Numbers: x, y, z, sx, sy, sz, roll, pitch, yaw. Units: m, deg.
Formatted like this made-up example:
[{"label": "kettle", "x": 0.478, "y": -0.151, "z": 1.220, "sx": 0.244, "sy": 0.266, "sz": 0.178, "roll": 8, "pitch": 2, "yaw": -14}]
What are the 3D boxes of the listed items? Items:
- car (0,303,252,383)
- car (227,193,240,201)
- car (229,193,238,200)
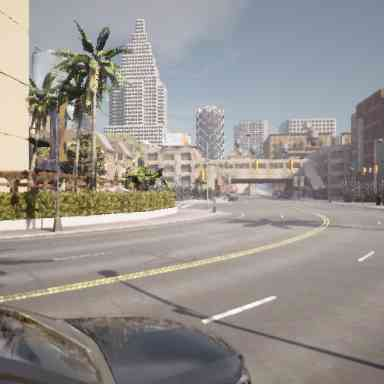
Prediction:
[{"label": "car", "x": -1.615, "y": 1.517, "z": 2.127, "sx": 4.674, "sy": 1.442, "sz": 1.812, "roll": 0, "pitch": 0, "yaw": -35}, {"label": "car", "x": 10.165, "y": 1.409, "z": 80.938, "sx": 2.097, "sy": 1.535, "sz": 5.008, "roll": 0, "pitch": 0, "yaw": 7}, {"label": "car", "x": 10.796, "y": 1.278, "z": 87.333, "sx": 2.185, "sy": 1.767, "sz": 4.553, "roll": 0, "pitch": 0, "yaw": 7}]
